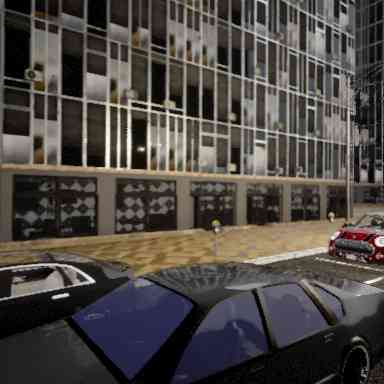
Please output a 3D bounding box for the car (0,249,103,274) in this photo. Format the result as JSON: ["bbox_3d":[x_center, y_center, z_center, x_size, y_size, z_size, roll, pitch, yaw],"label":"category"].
[{"bbox_3d":[-2.853,1.551,4.515,4.403,1.369,2.008,0,1,-35],"label":"car"}]

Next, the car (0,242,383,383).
[{"bbox_3d":[0.138,1.543,3.474,5.357,1.411,2.033,0,0,-35],"label":"car"}]

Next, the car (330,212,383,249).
[{"bbox_3d":[6.389,1.413,11.101,4.097,1.590,1.967,0,1,-35],"label":"car"}]
